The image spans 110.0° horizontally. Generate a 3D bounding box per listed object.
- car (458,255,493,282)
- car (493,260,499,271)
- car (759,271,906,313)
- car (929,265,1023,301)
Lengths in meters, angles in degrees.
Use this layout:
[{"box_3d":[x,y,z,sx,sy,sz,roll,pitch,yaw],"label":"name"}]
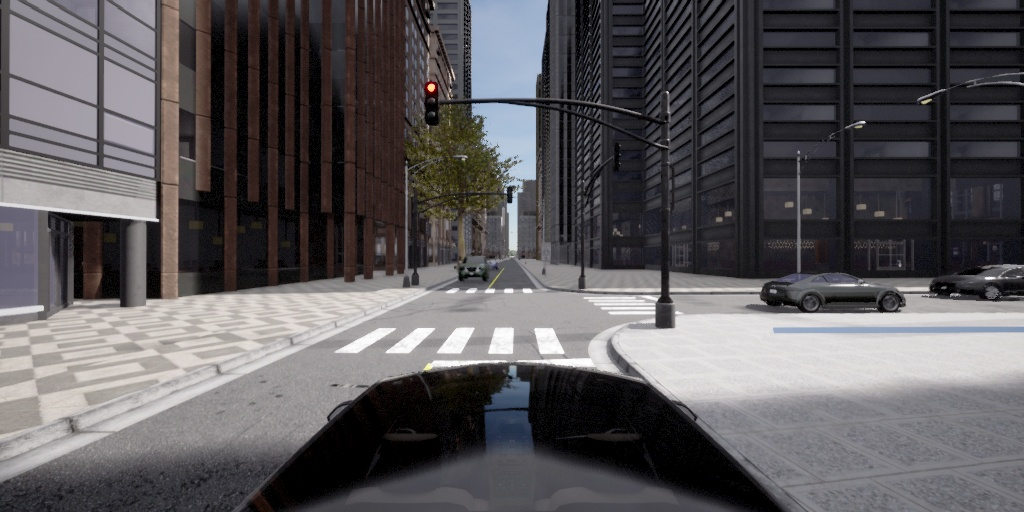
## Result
[{"box_3d":[-3.028,0.973,29.426,2.150,2.045,5.566,0,0,0],"label":"car"},{"box_3d":[-2.944,1.305,51.160,1.812,1.442,4.674,0,0,0],"label":"car"},{"box_3d":[11.556,1.256,13.104,4.181,1.385,1.994,0,0,0],"label":"car"},{"box_3d":[21.949,1.170,16.199,4.892,1.490,1.837,0,0,0],"label":"car"}]
